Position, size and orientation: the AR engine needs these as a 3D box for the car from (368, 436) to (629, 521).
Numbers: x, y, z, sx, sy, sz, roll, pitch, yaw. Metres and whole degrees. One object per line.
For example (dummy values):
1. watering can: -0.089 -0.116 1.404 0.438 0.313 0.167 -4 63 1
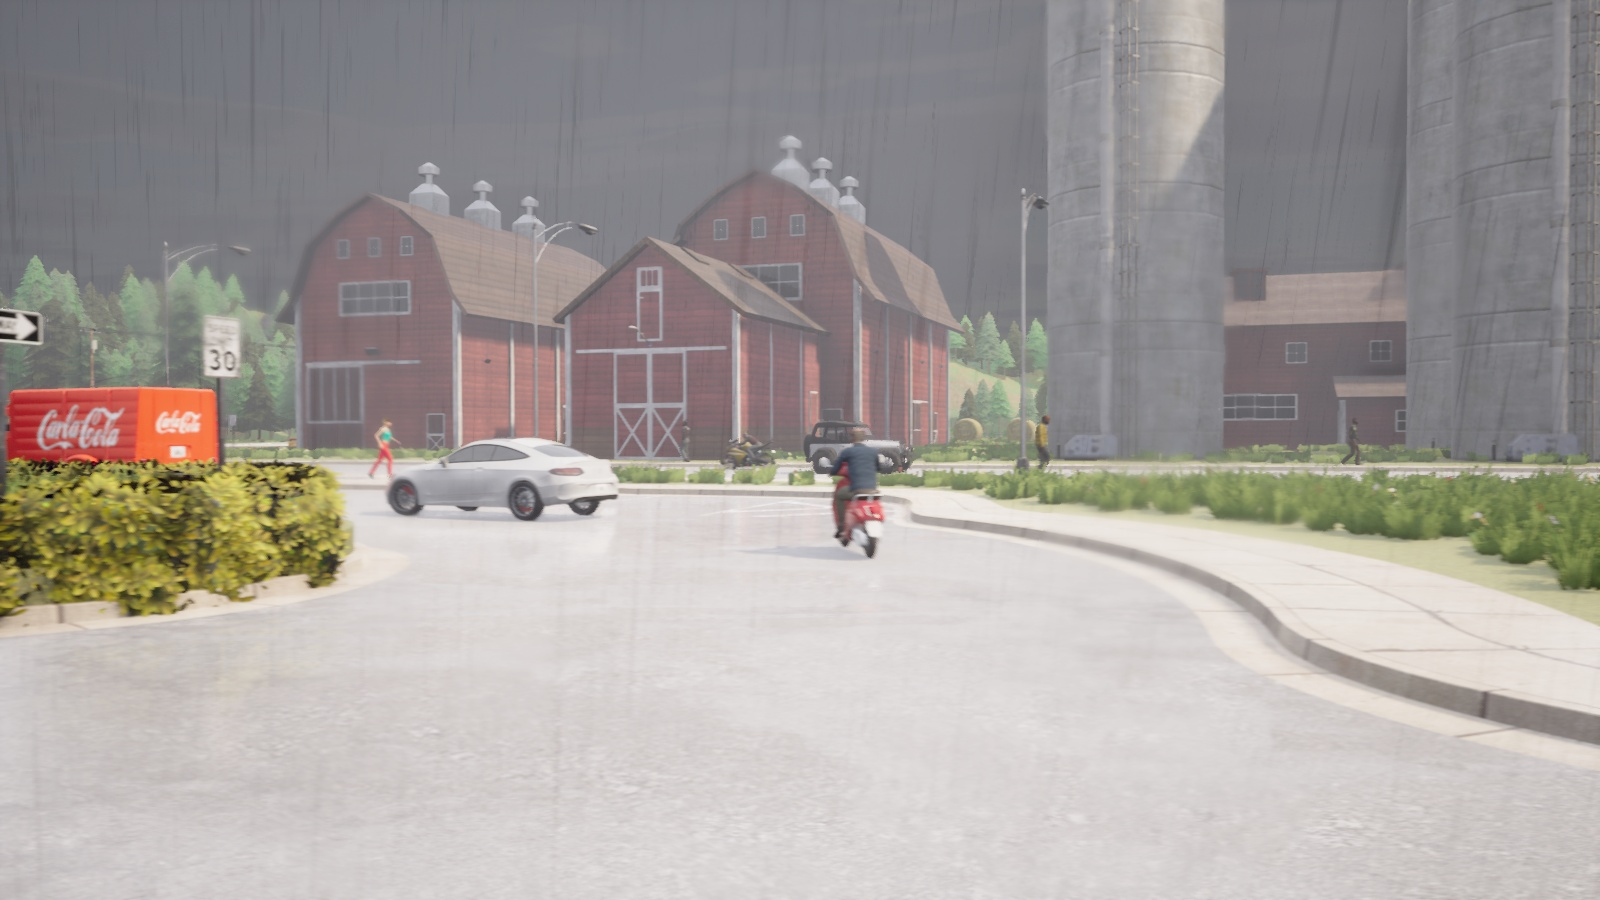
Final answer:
1. car: -5.611 0.459 23.240 4.674 1.442 1.812 0 1 28

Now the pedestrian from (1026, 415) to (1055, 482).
1. pedestrian: 6.576 -0.043 34.306 0.726 1.835 0.370 0 1 17

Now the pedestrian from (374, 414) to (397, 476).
1. pedestrian: -12.277 -0.157 37.208 0.594 1.836 0.345 0 1 -4

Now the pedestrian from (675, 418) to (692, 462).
1. pedestrian: -5.155 -0.427 55.547 0.666 1.930 0.402 1 1 30

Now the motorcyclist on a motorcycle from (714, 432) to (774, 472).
1. motorcyclist on a motorcycle: -2.218 0.058 49.640 2.191 1.530 0.866 1 1 18

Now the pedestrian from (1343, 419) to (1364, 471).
1. pedestrian: 20.498 -0.186 46.490 0.692 1.930 0.395 1 1 22

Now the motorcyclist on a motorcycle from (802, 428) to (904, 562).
1. motorcyclist on a motorcycle: 0.644 0.525 16.009 0.866 1.590 1.817 0 2 -12

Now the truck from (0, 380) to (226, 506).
1. truck: -15.249 -0.152 26.586 5.204 2.467 2.627 0 1 18

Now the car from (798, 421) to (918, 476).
1. car: 2.075 -0.084 44.574 3.866 1.878 1.905 1 1 18
